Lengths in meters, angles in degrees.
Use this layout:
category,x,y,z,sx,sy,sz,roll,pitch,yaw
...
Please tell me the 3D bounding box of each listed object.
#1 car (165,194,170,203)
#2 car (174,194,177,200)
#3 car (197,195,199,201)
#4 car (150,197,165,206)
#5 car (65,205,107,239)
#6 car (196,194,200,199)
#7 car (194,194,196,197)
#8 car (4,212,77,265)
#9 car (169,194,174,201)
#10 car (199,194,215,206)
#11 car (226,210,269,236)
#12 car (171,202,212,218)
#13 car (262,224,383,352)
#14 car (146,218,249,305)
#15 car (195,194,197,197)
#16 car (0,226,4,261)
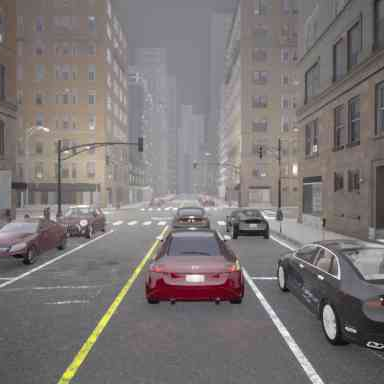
category,x,y,z,sx,sy,sz,roll,pitch,yaw
car,-5.937,1.606,65.037,2.008,1.369,4.403,0,0,0
car,-6.025,1.457,92.081,2.192,1.841,5.009,0,0,0
car,2.588,1.607,65.068,2.008,1.369,4.403,0,0,0
car,-5.903,1.618,54.221,1.802,1.307,4.206,0,0,0
car,-5.752,1.441,17.118,1.967,1.590,4.097,0,0,0
car,2.552,1.524,75.886,1.967,1.590,4.097,0,0,0
car,2.499,1.457,92.114,2.192,1.841,5.009,0,0,0
car,-5.725,1.582,11.617,1.802,1.307,4.206,0,0,0
car,-5.989,1.626,81.093,1.752,1.417,4.829,0,0,0
car,2.621,1.476,54.250,1.967,1.590,4.097,0,0,0
car,2.773,1.567,17.160,1.947,1.339,4.313,0,0,0
car,-0.046,1.506,17.069,1.837,1.490,4.892,0,0,0
car,2.828,1.551,6.158,2.008,1.369,4.403,0,0,0
car,0.042,1.564,8.156,1.994,1.385,4.181,0,0,-1
car,2.517,1.560,86.704,1.967,1.590,4.097,0,0,0
car,-5.697,1.566,6.115,1.947,1.339,4.313,0,0,0
